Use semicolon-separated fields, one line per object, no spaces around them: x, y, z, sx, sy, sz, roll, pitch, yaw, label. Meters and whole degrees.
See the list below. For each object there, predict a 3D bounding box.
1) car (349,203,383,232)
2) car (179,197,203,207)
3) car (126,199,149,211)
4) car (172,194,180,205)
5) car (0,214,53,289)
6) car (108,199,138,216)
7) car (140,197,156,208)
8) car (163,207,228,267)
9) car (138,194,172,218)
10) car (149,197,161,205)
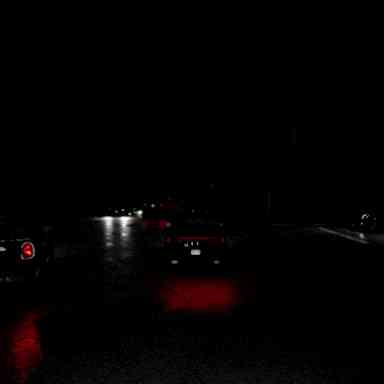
11.945;1.413;19.923;4.553;1.767;2.097;0;0;3;car
0.097;1.593;33.575;2.128;1.511;4.902;0;0;0;car
-7.034;1.678;43.504;2.033;1.411;5.357;0;0;0;car
-3.504;1.412;63.578;2.150;2.045;5.566;0;0;0;car
-5.064;1.378;9.056;2.097;1.767;4.553;0;0;-19;car
-7.088;1.606;33.724;1.837;1.490;4.892;0;0;0;car
-7.004;1.638;53.313;1.882;1.535;5.008;0;0;0;car
0.099;1.513;11.551;1.882;1.535;5.008;0;0;0;car
-3.402;1.317;31.769;2.150;2.045;5.566;0;0;0;car
-7.004;1.668;63.338;1.882;1.535;5.008;0;0;0;car
